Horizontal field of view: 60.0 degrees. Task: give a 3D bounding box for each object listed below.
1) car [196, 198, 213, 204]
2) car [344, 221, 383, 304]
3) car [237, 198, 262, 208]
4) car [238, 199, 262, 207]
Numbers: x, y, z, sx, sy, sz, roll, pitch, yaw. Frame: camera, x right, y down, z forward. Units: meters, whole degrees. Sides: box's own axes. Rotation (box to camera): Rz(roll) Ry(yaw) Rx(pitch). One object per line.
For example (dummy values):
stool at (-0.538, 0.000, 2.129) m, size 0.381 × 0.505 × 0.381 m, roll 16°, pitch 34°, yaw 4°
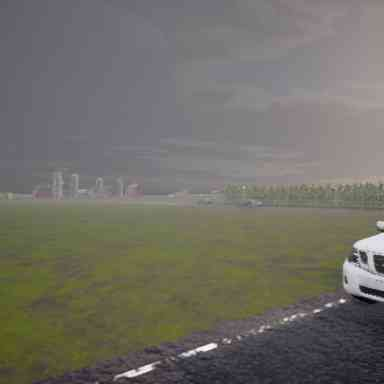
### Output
car at (2.711, 1.968, 72.529) m, size 1.994 × 1.385 × 4.181 m, roll 0°, pitch -1°, yaw -35°
car at (5.527, 1.219, 7.014) m, size 5.566 × 2.045 × 2.150 m, roll 0°, pitch 0°, yaw -35°
car at (9.840, 1.856, 57.198) m, size 2.128 × 1.511 × 4.902 m, roll 0°, pitch -1°, yaw -34°
car at (10.558, 1.966, 61.172) m, size 1.994 × 1.385 × 4.181 m, roll 0°, pitch -1°, yaw -34°
